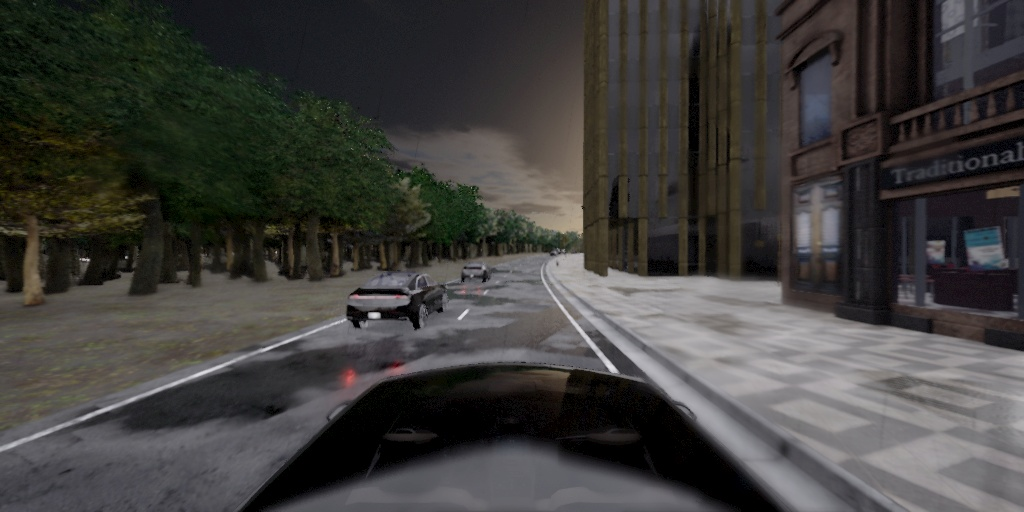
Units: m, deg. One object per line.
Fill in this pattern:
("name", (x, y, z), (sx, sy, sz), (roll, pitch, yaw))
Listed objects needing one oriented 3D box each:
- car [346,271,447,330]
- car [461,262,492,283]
("car", (-3.273, 1.218, 11.062), (2.128, 1.511, 4.902), (0, 0, 1))
("car", (-2.665, 1.184, 27.459), (2.128, 1.511, 4.902), (0, 0, 3))
